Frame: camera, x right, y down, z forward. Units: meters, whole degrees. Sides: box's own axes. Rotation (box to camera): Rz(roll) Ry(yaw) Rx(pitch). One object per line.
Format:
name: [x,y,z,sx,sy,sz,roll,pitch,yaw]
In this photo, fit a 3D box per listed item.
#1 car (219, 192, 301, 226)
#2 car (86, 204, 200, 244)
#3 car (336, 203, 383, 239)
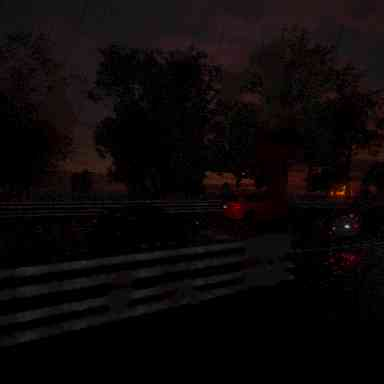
car: [4.403,1.006,21.422,5.566,2.045,2.150,0,0,-26]
car: [-1.997,1.273,14.281,4.892,1.490,1.837,0,0,-27]
car: [9.093,1.296,15.918,4.892,1.490,1.837,0,0,-26]
